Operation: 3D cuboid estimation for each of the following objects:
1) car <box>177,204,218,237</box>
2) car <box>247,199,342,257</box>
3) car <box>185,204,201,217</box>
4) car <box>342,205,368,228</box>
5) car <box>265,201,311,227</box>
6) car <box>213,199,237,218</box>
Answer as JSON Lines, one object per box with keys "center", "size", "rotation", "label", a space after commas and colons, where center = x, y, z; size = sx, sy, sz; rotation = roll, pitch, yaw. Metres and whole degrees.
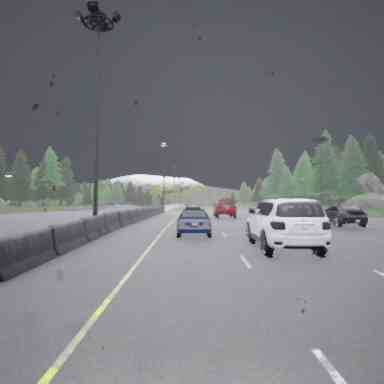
{"center": [0.108, 1.640, 18.604], "size": [2.033, 1.411, 5.357], "rotation": [0, -1, 0], "label": "car"}
{"center": [3.617, 1.274, 13.315], "size": [2.150, 2.045, 5.566], "rotation": [0, 0, 0], "label": "car"}
{"center": [0.119, 2.209, 40.947], "size": [1.882, 1.535, 5.008], "rotation": [0, -2, 0], "label": "car"}
{"center": [10.609, 1.684, 23.708], "size": [1.837, 1.490, 4.892], "rotation": [0, -2, 0], "label": "car"}
{"center": [7.109, 1.581, 25.167], "size": [2.097, 1.767, 4.553], "rotation": [0, -2, 0], "label": "car"}
{"center": [3.606, 1.830, 36.909], "size": [2.150, 2.045, 5.566], "rotation": [0, -2, 0], "label": "car"}
